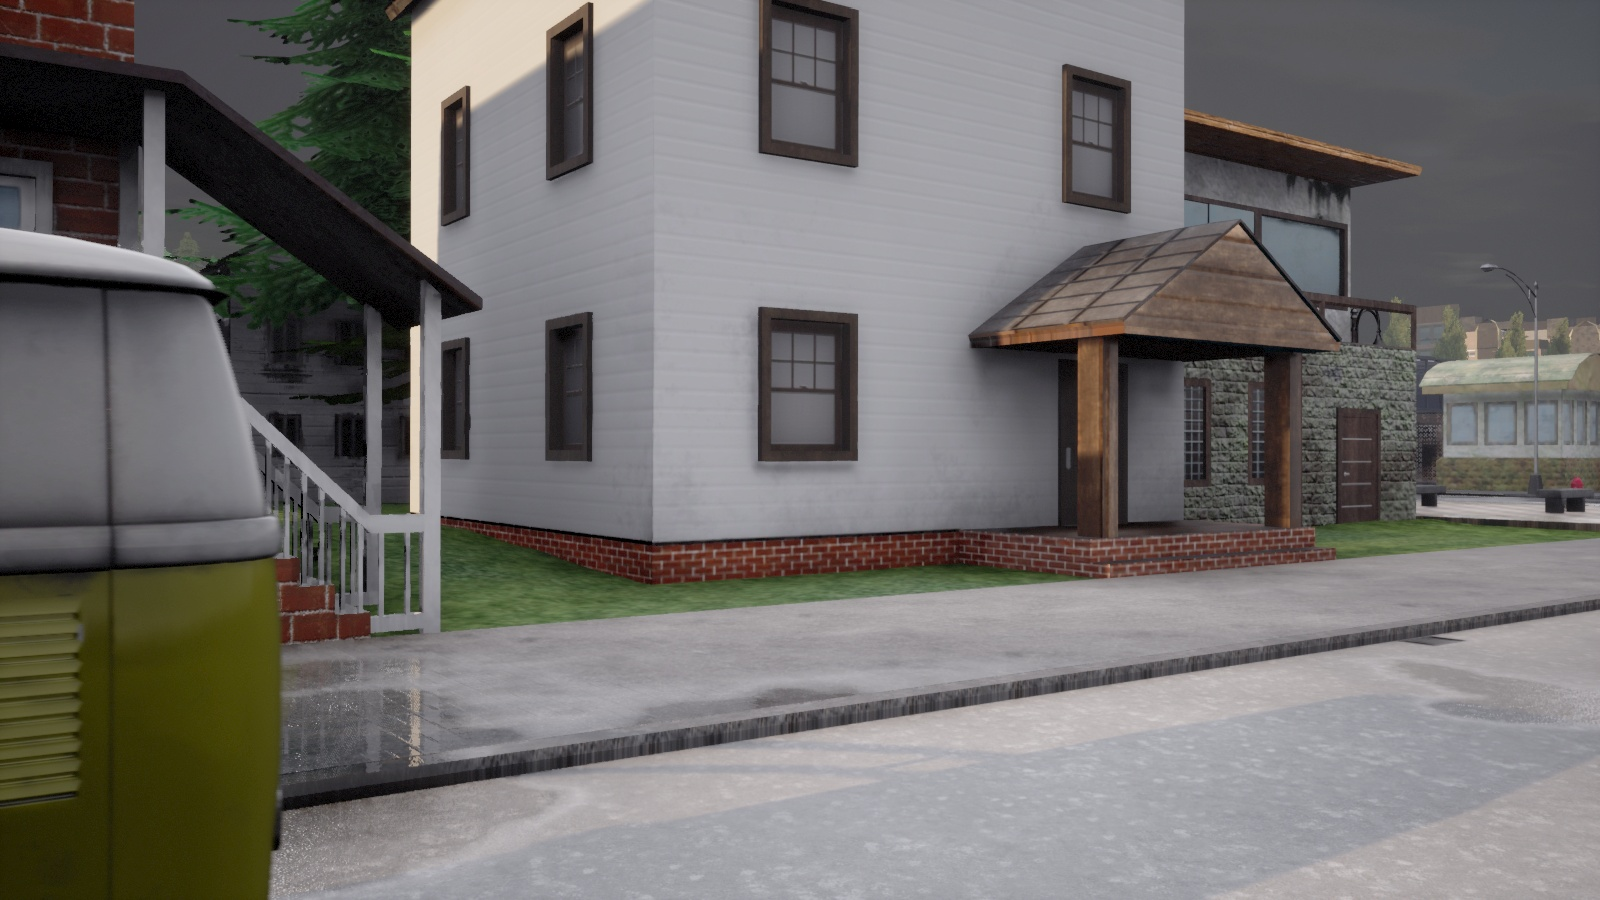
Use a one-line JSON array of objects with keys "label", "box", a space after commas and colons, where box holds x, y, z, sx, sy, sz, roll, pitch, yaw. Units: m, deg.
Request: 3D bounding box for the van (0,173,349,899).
[{"label": "van", "box": [-3.247, 0.509, 2.007, 4.442, 1.987, 1.775, 0, 0, -35]}]
